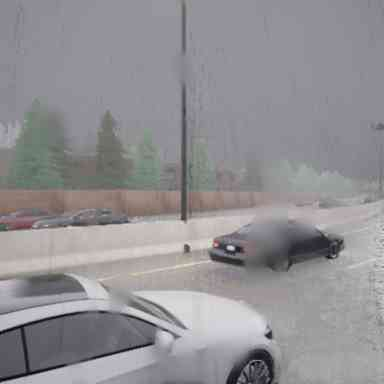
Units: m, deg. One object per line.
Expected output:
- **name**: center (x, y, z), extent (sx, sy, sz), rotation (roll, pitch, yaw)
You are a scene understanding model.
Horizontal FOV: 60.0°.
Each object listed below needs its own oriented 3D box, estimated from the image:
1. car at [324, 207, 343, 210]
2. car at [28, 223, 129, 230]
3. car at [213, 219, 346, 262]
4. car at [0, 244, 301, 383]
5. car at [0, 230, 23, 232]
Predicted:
- **car**: center (15.922, 1.686, 36.329), extent (2.033, 1.411, 5.357), rotation (0, 0, 34)
- **car**: center (-5.712, 1.571, 17.512), extent (4.902, 1.511, 2.128), rotation (0, 0, -40)
- **car**: center (2.952, 1.591, 10.774), extent (5.357, 1.411, 2.033), rotation (0, 0, -41)
- **car**: center (-1.191, 1.541, 3.085), extent (4.674, 1.442, 1.812), rotation (0, 0, -36)
- **car**: center (-9.508, 1.654, 18.955), extent (4.181, 1.385, 1.994), rotation (0, 0, -39)
